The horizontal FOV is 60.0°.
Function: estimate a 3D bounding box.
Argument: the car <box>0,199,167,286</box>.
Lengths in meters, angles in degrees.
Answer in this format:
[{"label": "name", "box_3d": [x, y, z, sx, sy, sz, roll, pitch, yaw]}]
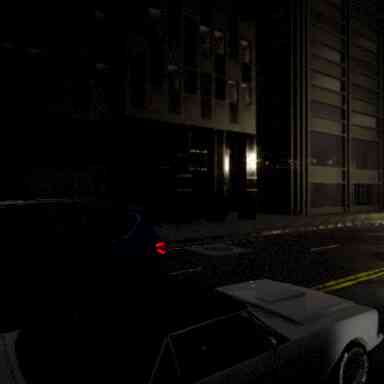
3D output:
[{"label": "car", "box_3d": [-3.039, 1.221, 5.507, 5.566, 2.045, 2.150, 0, 0, -35]}]

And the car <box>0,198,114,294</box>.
[{"label": "car", "box_3d": [-4.978, 1.222, 8.116, 5.566, 2.045, 2.150, 0, 0, -35]}]

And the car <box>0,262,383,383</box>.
[{"label": "car", "box_3d": [-0.020, 1.599, 3.421, 4.718, 1.301, 1.895, 0, 0, -35]}]
